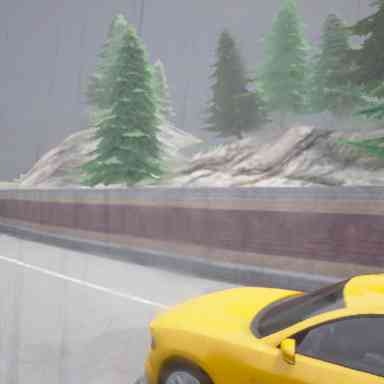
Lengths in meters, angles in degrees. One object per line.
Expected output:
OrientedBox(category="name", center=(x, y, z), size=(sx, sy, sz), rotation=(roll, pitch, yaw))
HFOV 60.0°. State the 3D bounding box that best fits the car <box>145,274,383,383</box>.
OrientedBox(category="car", center=(1.805, 1.485, 2.791), size=(5.008, 1.535, 1.882), rotation=(0, 0, 36))
